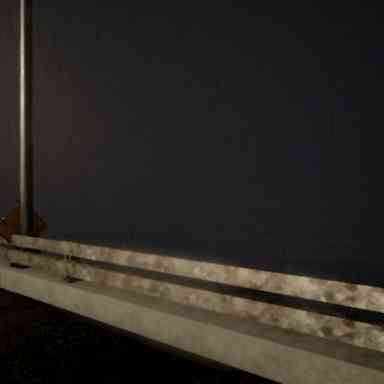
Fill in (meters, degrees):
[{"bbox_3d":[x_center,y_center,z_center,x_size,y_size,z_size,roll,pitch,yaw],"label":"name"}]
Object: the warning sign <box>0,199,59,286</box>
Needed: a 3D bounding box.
[{"bbox_3d":[-4.154,1.128,8.129,1.060,1.860,1.300,0,0,36],"label":"warning sign"}]
